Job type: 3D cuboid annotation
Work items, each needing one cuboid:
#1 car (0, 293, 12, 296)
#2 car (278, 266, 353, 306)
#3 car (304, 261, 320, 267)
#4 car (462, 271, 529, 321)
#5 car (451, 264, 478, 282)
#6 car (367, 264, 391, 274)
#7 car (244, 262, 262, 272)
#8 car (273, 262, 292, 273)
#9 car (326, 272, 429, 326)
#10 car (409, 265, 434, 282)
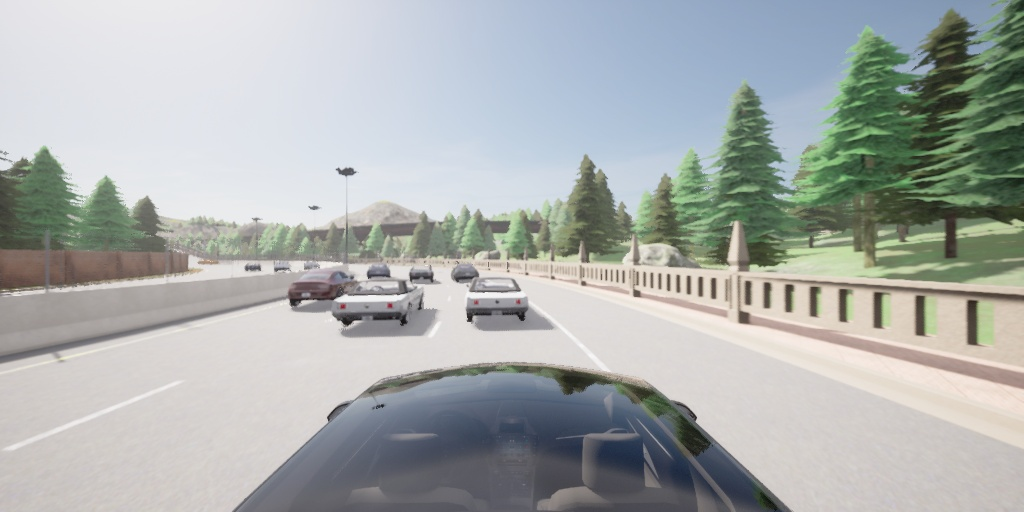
[{"bbox_3d":[-14.534,1.377,8.328,1.994,1.385,4.181,0,0,-5],"label":"car"},{"bbox_3d":[-8.192,1.322,15.939,1.812,1.442,4.674,0,0,-9],"label":"car"},{"bbox_3d":[-27.395,1.397,49.263,2.128,1.511,4.902,0,0,-30],"label":"car"},{"bbox_3d":[-0.663,1.365,12.554,1.895,1.301,4.718,0,0,-6],"label":"car"},{"bbox_3d":[-3.902,1.358,29.481,1.994,1.385,4.181,0,0,-14],"label":"car"},{"bbox_3d":[-12.364,1.395,33.359,1.994,1.385,4.181,0,0,-18],"label":"car"},{"bbox_3d":[-36.230,1.542,50.301,1.895,1.301,4.718,0,0,-33],"label":"car"},{"bbox_3d":[-30.563,1.464,47.900,2.033,1.411,5.357,0,0,-30],"label":"car"},{"bbox_3d":[-4.091,1.377,11.813,1.895,1.301,4.718,0,0,-6],"label":"car"},{"bbox_3d":[-7.441,1.408,29.358,1.895,1.301,4.718,0,0,-15],"label":"car"}]
